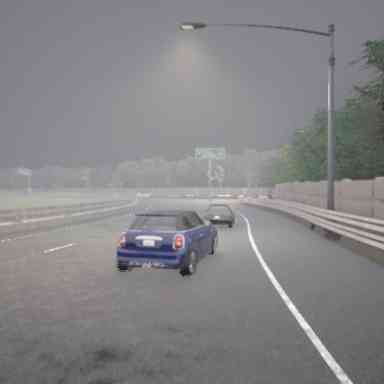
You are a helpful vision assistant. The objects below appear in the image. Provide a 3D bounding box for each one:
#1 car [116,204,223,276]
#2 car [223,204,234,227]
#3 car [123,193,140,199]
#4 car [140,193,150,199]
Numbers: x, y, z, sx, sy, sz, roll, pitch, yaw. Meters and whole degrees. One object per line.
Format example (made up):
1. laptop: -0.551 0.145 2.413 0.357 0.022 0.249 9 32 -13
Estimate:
1. car: -0.554 1.319 10.572 2.097 1.767 4.553 0 0 15
2. car: 1.815 1.509 22.281 1.994 1.385 4.181 0 0 8
3. car: -16.040 1.189 86.841 1.837 1.490 4.892 0 0 -29
4. car: -12.916 1.287 88.414 1.895 1.301 4.718 0 0 -29
